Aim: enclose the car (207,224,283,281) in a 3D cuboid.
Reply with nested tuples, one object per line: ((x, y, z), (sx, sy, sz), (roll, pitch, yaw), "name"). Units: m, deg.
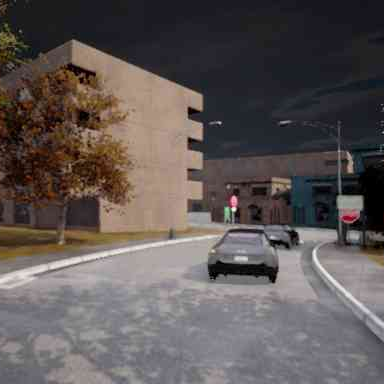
((1.743, 1.880, 10.784), (1.994, 1.385, 4.181), (0, -4, 13), "car")

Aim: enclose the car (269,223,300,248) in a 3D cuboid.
((5.343, 2.629, 20.504), (1.994, 1.385, 4.181), (-1, -4, 26), "car")
